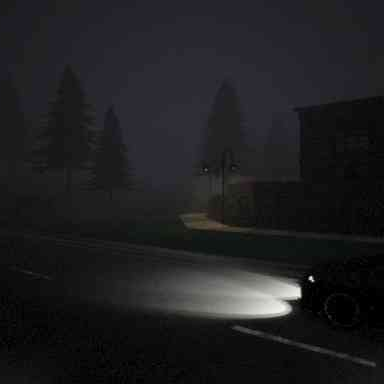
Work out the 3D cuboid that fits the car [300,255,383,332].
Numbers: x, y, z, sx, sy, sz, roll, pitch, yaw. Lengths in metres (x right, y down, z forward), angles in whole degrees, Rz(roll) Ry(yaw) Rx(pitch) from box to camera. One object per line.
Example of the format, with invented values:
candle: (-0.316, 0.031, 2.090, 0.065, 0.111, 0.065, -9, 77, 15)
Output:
car: (3.994, 1.564, 5.433, 4.181, 1.385, 1.994, 0, 0, 36)
